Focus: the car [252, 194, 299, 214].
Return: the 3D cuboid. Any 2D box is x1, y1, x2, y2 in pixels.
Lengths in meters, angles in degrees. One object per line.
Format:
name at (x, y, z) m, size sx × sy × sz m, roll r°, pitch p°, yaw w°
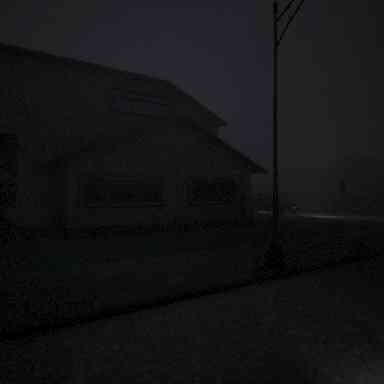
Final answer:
car at (8.516, 1.222, 35.051) m, size 2.150 × 2.045 × 5.566 m, roll 0°, pitch 0°, yaw -35°
